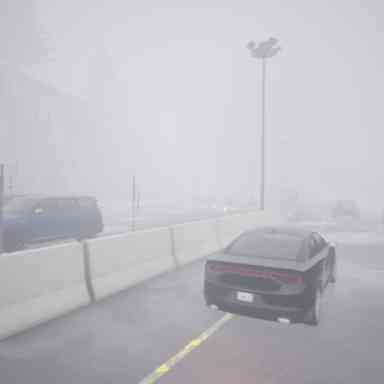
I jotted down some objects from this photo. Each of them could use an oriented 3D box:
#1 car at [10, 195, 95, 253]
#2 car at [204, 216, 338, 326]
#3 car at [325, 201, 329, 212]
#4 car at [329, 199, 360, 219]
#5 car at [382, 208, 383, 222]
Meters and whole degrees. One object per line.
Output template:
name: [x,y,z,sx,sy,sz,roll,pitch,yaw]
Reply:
car: [-5.846,1.135,12.643,2.150,2.045,5.566,1,0,28]
car: [2.013,1.484,7.337,1.882,1.535,5.008,1,0,29]
car: [17.412,1.667,40.498,2.033,1.411,5.357,1,0,17]
car: [14.042,1.450,30.617,2.097,1.767,4.553,1,0,20]
car: [15.439,1.614,24.641,2.128,1.511,4.902,1,0,22]
